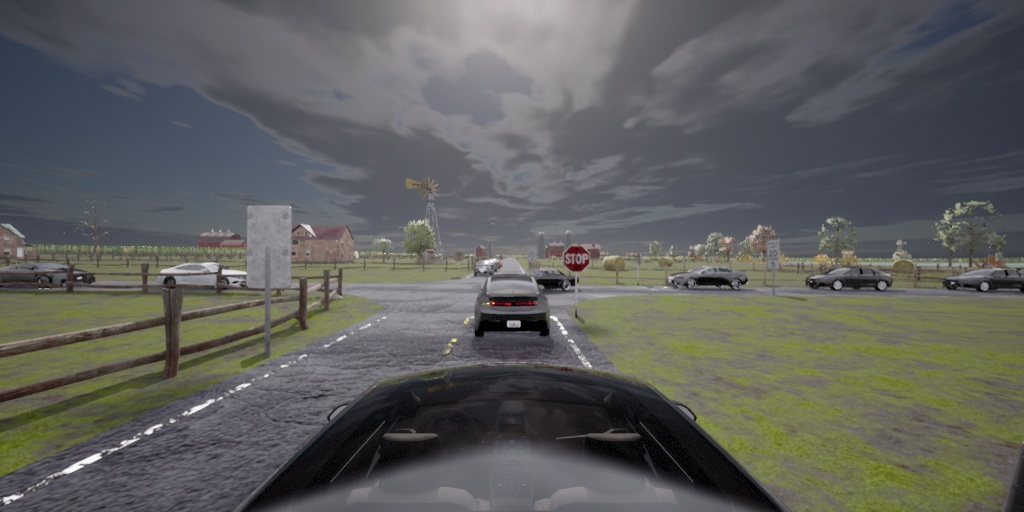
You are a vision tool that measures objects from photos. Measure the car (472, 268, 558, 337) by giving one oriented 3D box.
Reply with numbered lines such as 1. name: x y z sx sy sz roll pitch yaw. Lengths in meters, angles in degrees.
1. car: -0.069 1.253 10.324 1.837 1.490 4.892 0 0 -3

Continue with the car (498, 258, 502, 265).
1. car: -2.828 1.224 46.458 2.128 1.511 4.902 0 0 0

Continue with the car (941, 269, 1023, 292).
1. car: 31.714 1.578 23.873 4.892 1.490 1.837 1 -1 -1

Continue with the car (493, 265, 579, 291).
1. car: 1.509 1.362 20.370 4.718 1.301 1.895 1 0 -35

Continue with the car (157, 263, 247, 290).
1. car: -17.234 1.096 20.290 4.674 1.442 1.812 1 -1 -1

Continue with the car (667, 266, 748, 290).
1. car: 12.810 1.388 23.592 4.902 1.511 2.128 1 -1 -2

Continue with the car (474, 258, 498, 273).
1. car: -2.840 1.229 37.012 2.128 1.511 4.902 0 0 0

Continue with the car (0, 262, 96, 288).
1. car: -26.354 1.040 20.173 4.181 1.385 1.994 1 -1 -1

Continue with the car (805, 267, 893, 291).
1. car: 22.212 1.491 23.758 4.892 1.490 1.837 1 -1 -1
